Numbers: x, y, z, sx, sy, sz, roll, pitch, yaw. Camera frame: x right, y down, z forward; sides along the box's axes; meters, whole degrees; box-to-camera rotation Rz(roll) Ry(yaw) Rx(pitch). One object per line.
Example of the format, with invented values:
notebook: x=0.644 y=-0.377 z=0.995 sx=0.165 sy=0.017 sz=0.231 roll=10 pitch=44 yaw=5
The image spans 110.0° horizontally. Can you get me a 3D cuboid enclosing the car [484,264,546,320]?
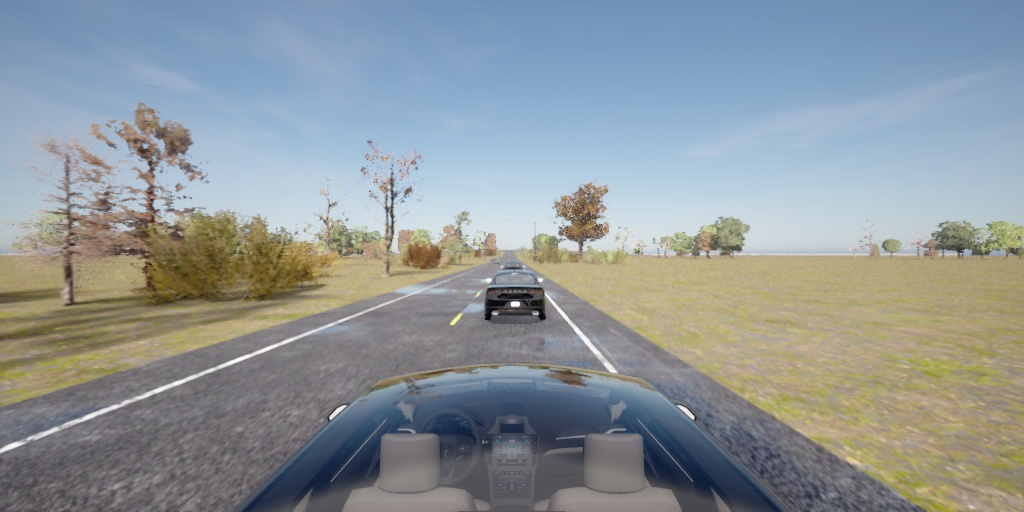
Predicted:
car: x=0.098 y=1.225 z=12.711 sx=1.882 sy=1.535 sz=5.008 roll=0 pitch=0 yaw=0

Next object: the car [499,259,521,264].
car: x=0.097 y=1.243 z=31.166 sx=1.837 sy=1.490 sz=4.892 roll=0 pitch=0 yaw=0
